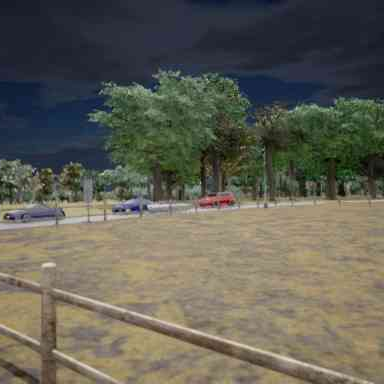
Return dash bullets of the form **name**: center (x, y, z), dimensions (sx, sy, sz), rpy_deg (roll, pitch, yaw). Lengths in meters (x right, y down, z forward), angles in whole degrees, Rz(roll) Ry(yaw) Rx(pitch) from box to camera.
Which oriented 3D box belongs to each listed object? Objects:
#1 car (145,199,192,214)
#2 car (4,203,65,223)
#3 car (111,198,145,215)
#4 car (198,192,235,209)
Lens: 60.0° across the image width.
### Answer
- **car**: center (-2.079, 1.446, 33.360), dimensions (1.895, 1.301, 4.718), rpy_deg (-2, -1, 39)
- **car**: center (-11.812, 1.548, 25.186), dimensions (1.994, 1.385, 4.181), rpy_deg (-2, -1, 36)
- **car**: center (-5.759, 1.409, 33.334), dimensions (1.882, 1.535, 5.008), rpy_deg (-2, -1, 39)
- **car**: center (3.274, 1.054, 43.461), dimensions (5.566, 2.045, 2.150), rpy_deg (-1, -1, -44)
